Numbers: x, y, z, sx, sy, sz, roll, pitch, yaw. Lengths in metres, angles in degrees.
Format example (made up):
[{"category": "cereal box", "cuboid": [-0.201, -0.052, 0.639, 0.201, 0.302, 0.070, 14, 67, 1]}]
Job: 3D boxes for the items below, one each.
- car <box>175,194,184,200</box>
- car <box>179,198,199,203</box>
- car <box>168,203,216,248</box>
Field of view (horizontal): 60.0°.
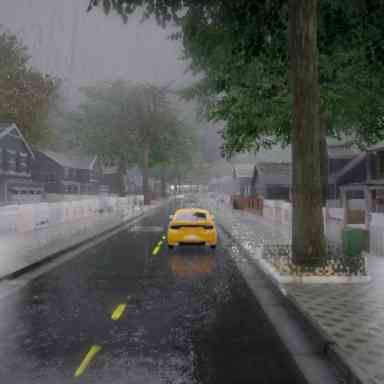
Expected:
[{"category": "car", "cuboid": [-2.750, 1.132, 76.710, 1.812, 1.442, 4.674, 0, 0, 0]}, {"category": "car", "cuboid": [0.000, 1.508, 29.647, 2.033, 1.411, 5.357, 0, 0, 0]}, {"category": "car", "cuboid": [0.000, 1.473, 14.648, 1.882, 1.535, 5.008, 0, 0, 0]}]
